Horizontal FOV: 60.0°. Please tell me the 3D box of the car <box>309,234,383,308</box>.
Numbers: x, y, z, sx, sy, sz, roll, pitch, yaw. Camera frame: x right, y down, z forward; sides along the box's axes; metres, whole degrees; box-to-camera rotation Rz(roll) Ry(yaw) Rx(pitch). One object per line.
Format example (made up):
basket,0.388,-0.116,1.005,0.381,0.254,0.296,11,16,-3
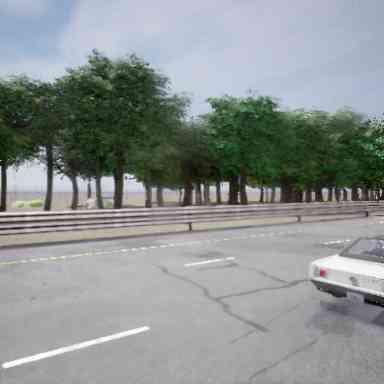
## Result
car,4.735,1.600,7.249,4.718,1.301,1.895,0,0,-35
